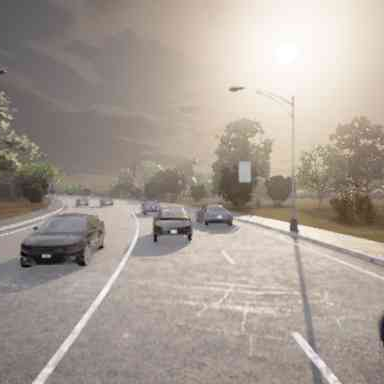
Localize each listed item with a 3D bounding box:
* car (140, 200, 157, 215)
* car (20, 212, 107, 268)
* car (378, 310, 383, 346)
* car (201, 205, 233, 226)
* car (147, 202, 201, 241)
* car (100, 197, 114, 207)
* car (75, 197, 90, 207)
[{"bbox_3d":[-4.364,1.590,35.033,2.033,1.411,5.357,0,0,-14],"label":"car"},{"bbox_3d":[-4.243,1.498,11.655,1.882,1.535,5.008,0,0,-5],"label":"car"},{"bbox_3d":[3.457,1.519,2.558,1.812,1.442,4.674,0,0,-1],"label":"car"},{"bbox_3d":[1.491,1.585,23.590,1.994,1.385,4.181,0,0,-9],"label":"car"},{"bbox_3d":[-1.077,1.510,16.855,2.128,1.511,4.902,0,0,-7],"label":"car"},{"bbox_3d":[-13.201,1.560,51.424,2.128,1.511,4.902,0,0,-19],"label":"car"},{"bbox_3d":[-16.864,1.561,51.308,2.128,1.511,4.902,0,0,-19],"label":"car"}]
